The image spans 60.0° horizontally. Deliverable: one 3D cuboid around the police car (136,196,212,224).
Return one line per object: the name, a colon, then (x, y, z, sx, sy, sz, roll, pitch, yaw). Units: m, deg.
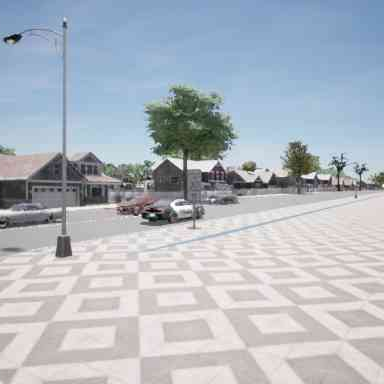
police car: (-1.021, 1.173, 22.008, 2.038, 1.542, 4.974, 0, 1, 35)

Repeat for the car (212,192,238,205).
car: (3.786, 0.781, 40.272, 2.128, 1.511, 4.902, 0, 2, 35)

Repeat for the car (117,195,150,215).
car: (-4.286, 1.029, 28.833, 1.882, 1.535, 5.008, 0, 1, 35)

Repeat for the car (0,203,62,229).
car: (-10.327, 1.352, 20.243, 1.895, 1.301, 4.718, 0, 1, 35)
